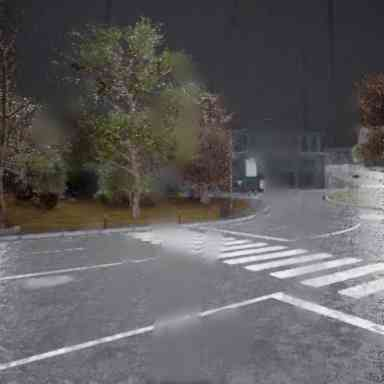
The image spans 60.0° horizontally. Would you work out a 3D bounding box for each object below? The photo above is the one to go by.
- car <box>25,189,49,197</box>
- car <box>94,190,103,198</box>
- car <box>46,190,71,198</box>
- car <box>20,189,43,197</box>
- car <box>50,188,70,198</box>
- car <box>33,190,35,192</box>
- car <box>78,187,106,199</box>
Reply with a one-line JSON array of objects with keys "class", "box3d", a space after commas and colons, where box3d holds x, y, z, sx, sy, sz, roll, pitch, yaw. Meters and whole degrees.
[{"class": "car", "box3d": [-35.521, 0.287, 76.360, 1.946, 1.575, 5.366, 0, 2, 19]}, {"class": "car", "box3d": [-16.710, 0.418, 61.774, 1.946, 1.575, 5.366, -1, 2, 17]}, {"class": "car", "box3d": [-28.481, 0.402, 70.999, 2.231, 1.521, 4.892, -1, 2, 18]}, {"class": "car", "box3d": [-37.772, 0.240, 78.404, 2.097, 1.535, 5.008, 0, 2, 19]}, {"class": "car", "box3d": [-26.136, 0.174, 69.138, 2.435, 2.045, 5.566, 0, 2, 18]}, {"class": "car", "box3d": [-33.156, 0.201, 74.654, 2.185, 1.767, 4.553, 0, 2, 18]}, {"class": "car", "box3d": [-19.046, 0.181, 63.770, 2.435, 2.045, 5.566, -1, 2, 17]}]
